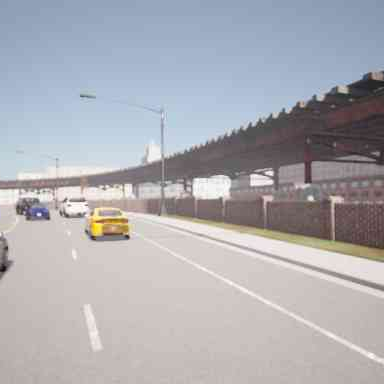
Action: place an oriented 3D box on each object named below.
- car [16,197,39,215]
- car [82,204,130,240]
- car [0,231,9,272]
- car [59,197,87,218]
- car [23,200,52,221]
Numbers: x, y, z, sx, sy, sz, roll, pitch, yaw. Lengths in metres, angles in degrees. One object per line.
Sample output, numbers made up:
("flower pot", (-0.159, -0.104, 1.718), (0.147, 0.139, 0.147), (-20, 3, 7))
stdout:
("car", (-19.128, 1.632, 38.909), (2.150, 2.045, 5.566), (1, -2, -34))
("car", (-4.660, 1.601, 18.060), (1.882, 1.535, 5.008), (0, -1, -22))
("car", (-5.829, 1.403, 7.987), (2.097, 1.767, 4.553), (0, 0, -22))
("car", (-12.130, 1.497, 34.026), (2.150, 2.045, 5.566), (0, -1, -29))
("car", (-13.767, 1.737, 29.645), (1.812, 1.442, 4.674), (0, -1, -28))
